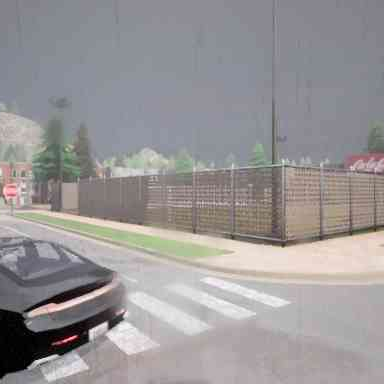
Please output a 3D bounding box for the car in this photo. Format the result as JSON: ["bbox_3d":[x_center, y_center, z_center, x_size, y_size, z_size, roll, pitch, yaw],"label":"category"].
[{"bbox_3d":[-3.276,1.497,5.240,4.902,1.511,2.128,0,2,29],"label":"car"}]
